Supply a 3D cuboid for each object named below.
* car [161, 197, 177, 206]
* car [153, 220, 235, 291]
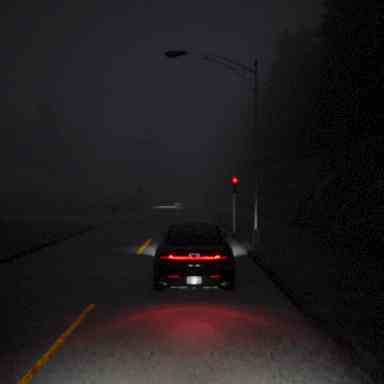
[{"bbox_3d":[-4.045,1.678,56.400,1.994,1.385,4.181,0,0,0],"label":"car"},{"bbox_3d":[0.062,1.523,9.076,1.837,1.490,4.892,0,0,0],"label":"car"}]
